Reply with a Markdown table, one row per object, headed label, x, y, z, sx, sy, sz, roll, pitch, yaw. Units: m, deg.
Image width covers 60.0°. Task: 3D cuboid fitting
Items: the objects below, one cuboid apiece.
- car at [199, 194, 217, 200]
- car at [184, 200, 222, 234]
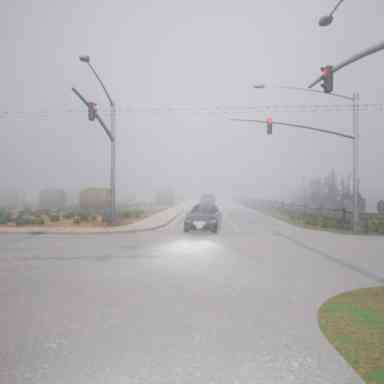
| label | x | y | z | sx | sy | sz | roll | pitch | yaw |
| --- | --- | --- | --- | --- | --- | --- | --- | --- | --- |
| car | 2.105 | 1.238 | 44.405 | 2.150 | 2.045 | 5.566 | 0 | 0 | 3 |
| car | 0.760 | 1.498 | 19.560 | 2.128 | 1.511 | 4.902 | 1 | 1 | 9 |
